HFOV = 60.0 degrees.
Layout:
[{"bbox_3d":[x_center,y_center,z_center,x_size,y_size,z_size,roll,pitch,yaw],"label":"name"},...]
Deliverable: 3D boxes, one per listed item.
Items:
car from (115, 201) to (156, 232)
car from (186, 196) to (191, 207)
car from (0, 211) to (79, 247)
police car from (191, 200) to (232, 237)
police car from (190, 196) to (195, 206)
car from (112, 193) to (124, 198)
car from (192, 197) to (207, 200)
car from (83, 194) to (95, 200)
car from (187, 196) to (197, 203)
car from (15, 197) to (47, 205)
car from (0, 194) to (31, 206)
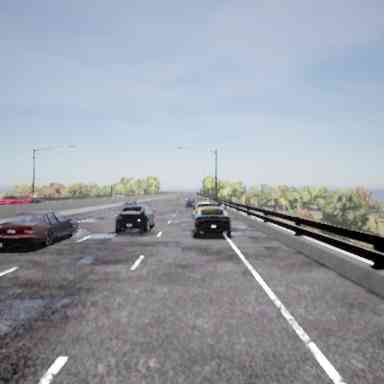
[{"bbox_3d":[-3.401,1.551,20.419,1.837,1.490,4.892,0,0,0],"label":"car"},{"bbox_3d":[-0.002,1.676,51.956,1.994,1.385,4.181,0,0,0],"label":"car"},{"bbox_3d":[-6.900,1.582,15.266,2.033,1.411,5.357,0,0,0],"label":"car"},{"bbox_3d":[1.049,1.467,18.600,1.930,1.638,5.238,0,0,0],"label":"police car"},{"bbox_3d":[1.048,1.501,34.600,1.930,1.638,5.238,0,0,0],"label":"police car"},{"bbox_3d":[-17.505,1.123,78.932,2.150,2.045,5.566,0,0,0],"label":"car"},{"bbox_3d":[1.048,1.519,28.680,1.801,1.575,5.366,0,0,0],"label":"car"},{"bbox_3d":[-24.505,1.217,79.406,2.097,1.767,4.553,0,0,0],"label":"car"},{"bbox_3d":[-0.004,1.505,71.048,2.033,1.411,5.357,0,0,0],"label":"car"},{"bbox_3d":[-17.594,1.608,37.517,1.812,1.442,4.674,0,0,0],"label":"car"},{"bbox_3d":[-21.090,1.308,39.678,2.150,2.045,5.566,0,0,0],"label":"car"}]
